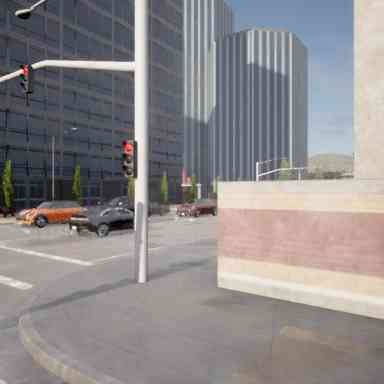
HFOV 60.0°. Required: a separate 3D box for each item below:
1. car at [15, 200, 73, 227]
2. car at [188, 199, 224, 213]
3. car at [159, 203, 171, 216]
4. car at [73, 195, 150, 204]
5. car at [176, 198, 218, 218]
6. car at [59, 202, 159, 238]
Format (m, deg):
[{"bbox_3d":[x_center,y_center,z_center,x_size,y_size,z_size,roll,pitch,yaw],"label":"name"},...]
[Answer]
[{"bbox_3d":[-9.758,1.407,23.216,2.097,1.767,4.553,0,0,36],"label":"car"},{"bbox_3d":[1.696,1.560,39.139,1.837,1.490,4.892,0,0,36],"label":"car"},{"bbox_3d":[-4.231,1.603,30.910,2.033,1.411,5.357,0,0,36],"label":"car"},{"bbox_3d":[-5.203,1.277,23.562,2.150,2.045,5.566,0,0,36],"label":"car"},{"bbox_3d":[0.528,1.407,31.530,2.097,1.767,4.553,0,0,36],"label":"car"},{"bbox_3d":[-4.380,1.547,18.380,2.128,1.511,4.902,0,0,36],"label":"car"}]
